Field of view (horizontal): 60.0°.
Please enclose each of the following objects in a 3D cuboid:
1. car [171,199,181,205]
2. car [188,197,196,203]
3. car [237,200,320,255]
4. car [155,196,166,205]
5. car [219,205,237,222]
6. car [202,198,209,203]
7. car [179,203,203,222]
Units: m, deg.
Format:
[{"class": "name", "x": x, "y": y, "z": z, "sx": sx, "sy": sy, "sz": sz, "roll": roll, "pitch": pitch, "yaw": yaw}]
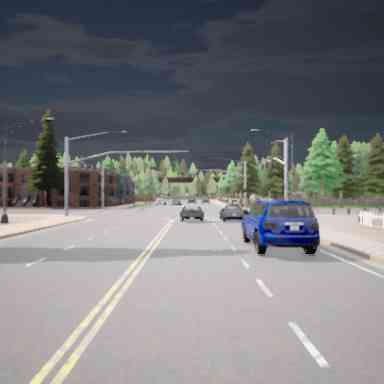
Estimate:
[{"class": "car", "x": -3.516, "y": 2.241, "z": 74.675, "sx": 1.994, "sy": 1.385, "sz": 4.181, "roll": 0, "pitch": -1, "yaw": 0}, {"class": "car", "x": -0.018, "y": 2.003, "z": 86.220, "sx": 2.097, "sy": 1.767, "sz": 4.553, "roll": 0, "pitch": -1, "yaw": 0}, {"class": "car", "x": 3.498, "y": 1.348, "z": 14.032, "sx": 2.150, "sy": 2.045, "sz": 5.566, "roll": 0, "pitch": 0, "yaw": 0}, {"class": "car", "x": -7.016, "y": 1.914, "z": 74.651, "sx": 2.150, "sy": 2.045, "sz": 5.566, "roll": 0, "pitch": -1, "yaw": 0}, {"class": "car", "x": 3.498, "y": 1.837, "z": 29.307, "sx": 1.994, "sy": 1.385, "sz": 4.181, "roll": 0, "pitch": 0, "yaw": 0}, {"class": "car", "x": 3.482, "y": 2.244, "z": 86.279, "sx": 1.895, "sy": 1.301, "sz": 4.718, "roll": 0, "pitch": -1, "yaw": 0}, {"class": "car", "x": -0.011, "y": 1.871, "z": 29.104, "sx": 1.895, "sy": 1.301, "sz": 4.718, "roll": 0, "pitch": 0, "yaw": 0}]
